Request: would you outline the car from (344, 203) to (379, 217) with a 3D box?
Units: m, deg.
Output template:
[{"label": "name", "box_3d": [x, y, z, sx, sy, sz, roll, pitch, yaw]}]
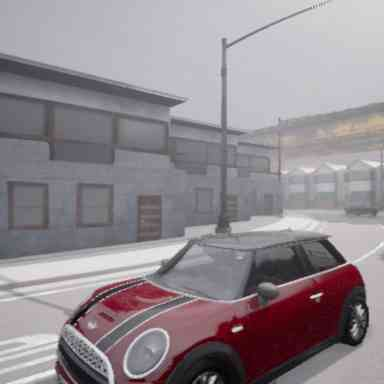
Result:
[{"label": "car", "box_3d": [17.626, 1.831, 34.759, 1.895, 1.301, 4.718, 0, -1, 6]}]

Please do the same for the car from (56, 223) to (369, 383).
[{"label": "car", "box_3d": [0.562, 1.415, 4.714, 4.553, 1.767, 2.097, 0, -1, -39]}]
